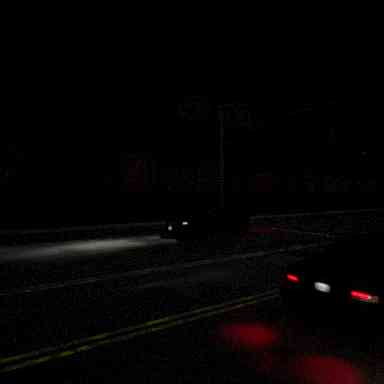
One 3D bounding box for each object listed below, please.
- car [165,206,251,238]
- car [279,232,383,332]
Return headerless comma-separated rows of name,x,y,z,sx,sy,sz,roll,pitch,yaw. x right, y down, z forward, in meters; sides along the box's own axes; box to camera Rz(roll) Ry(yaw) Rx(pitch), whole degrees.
car,0.936,1.491,17.550,4.902,1.511,2.128,0,0,-35
car,4.107,1.548,6.698,5.357,1.411,2.033,0,0,-35
